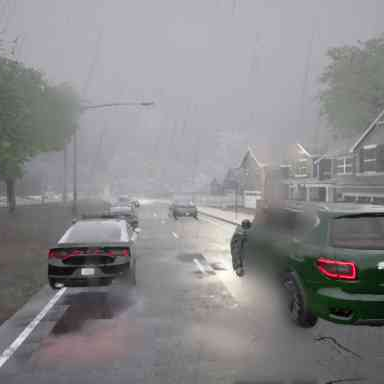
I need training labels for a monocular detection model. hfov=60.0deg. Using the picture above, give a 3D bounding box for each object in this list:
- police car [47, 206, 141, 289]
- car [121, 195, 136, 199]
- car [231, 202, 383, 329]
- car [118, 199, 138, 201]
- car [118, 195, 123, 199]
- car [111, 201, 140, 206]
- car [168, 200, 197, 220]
[{"bbox_3d":[-2.493,1.417,9.353,1.930,1.638,5.238,0,0,-8],"label":"police car"},{"bbox_3d":[-8.041,1.484,44.092,1.895,1.301,4.718,0,0,-14],"label":"car"},{"bbox_3d":[2.464,1.217,7.159,2.150,2.045,5.566,0,0,-8],"label":"car"},{"bbox_3d":[-5.083,1.477,25.060,1.812,1.442,4.674,0,0,-11],"label":"car"},{"bbox_3d":[-12.467,1.288,60.977,1.882,1.535,5.008,0,0,-16],"label":"car"},{"bbox_3d":[-4.027,1.475,19.141,1.837,1.490,4.892,0,0,-10],"label":"car"},{"bbox_3d":[-0.822,1.433,27.275,2.128,1.511,4.902,0,0,-11],"label":"car"}]
